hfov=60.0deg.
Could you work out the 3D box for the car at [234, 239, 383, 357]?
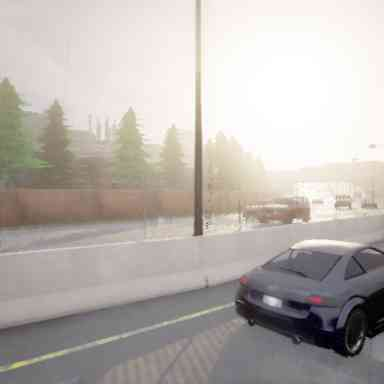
[{"bbox_3d":[2.756,1.588,6.162,4.181,1.385,1.994,0,0,-39],"label":"car"}]
